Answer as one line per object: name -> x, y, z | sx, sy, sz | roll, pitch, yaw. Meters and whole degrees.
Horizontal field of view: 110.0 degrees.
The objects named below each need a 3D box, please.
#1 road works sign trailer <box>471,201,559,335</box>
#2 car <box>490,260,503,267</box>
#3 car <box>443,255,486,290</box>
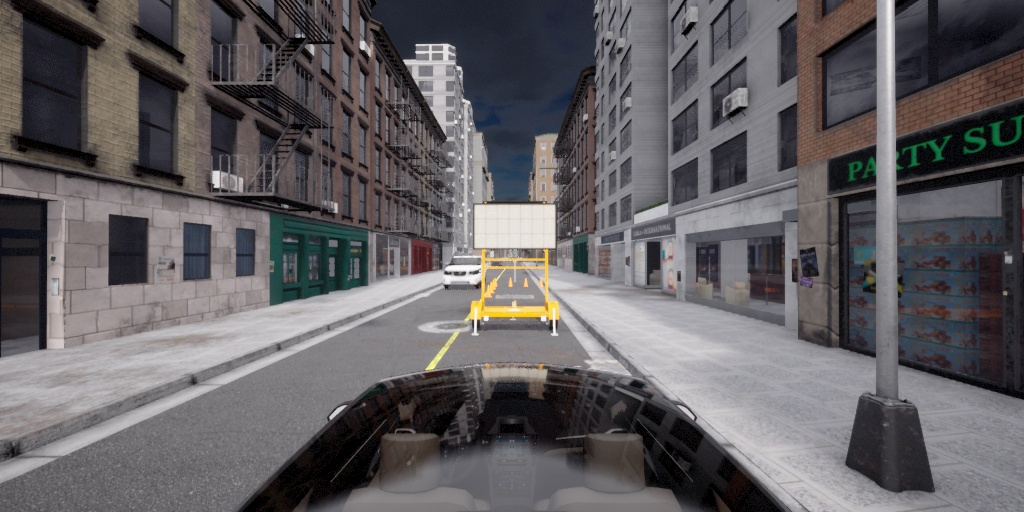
road works sign trailer -> 0.085, 0.214, 10.442 | 2.380, 3.560, 2.880 | 0, 0, 1
car -> -2.532, 1.273, 59.741 | 2.033, 1.411, 5.357 | 0, 0, 0
car -> -2.923, 0.968, 22.978 | 2.150, 2.045, 5.566 | 0, 0, 0
